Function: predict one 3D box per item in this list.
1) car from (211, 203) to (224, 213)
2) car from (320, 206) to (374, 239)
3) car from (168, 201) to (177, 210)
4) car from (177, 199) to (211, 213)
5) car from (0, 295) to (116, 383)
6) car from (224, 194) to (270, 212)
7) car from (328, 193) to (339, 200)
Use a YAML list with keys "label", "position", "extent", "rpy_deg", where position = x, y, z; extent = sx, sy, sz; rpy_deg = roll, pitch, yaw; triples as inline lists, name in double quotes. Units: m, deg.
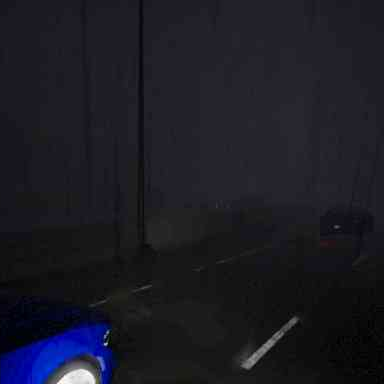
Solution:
- label: "car"
  position: [4.432, 1.571, 36.385]
  extent: [1.895, 1.301, 4.718]
  rpy_deg: [0, 0, 36]
- label: "car"
  position: [8.202, 1.463, 17.435]
  extent: [1.882, 1.535, 5.008]
  rpy_deg: [0, 0, 36]
- label: "car"
  position: [-1.035, 1.531, 40.780]
  extent: [1.994, 1.385, 4.181]
  rpy_deg: [0, 0, 36]
- label: "car"
  position: [0.772, 1.571, 37.295]
  extent: [1.895, 1.301, 4.718]
  rpy_deg: [0, 0, 36]
- label: "car"
  position: [-2.765, 1.476, 2.203]
  extent: [1.882, 1.535, 5.008]
  rpy_deg: [0, 0, 35]
- label: "car"
  position: [5.659, 1.197, 32.093]
  extent: [2.150, 2.045, 5.566]
  rpy_deg: [0, 0, 36]
- label: "car"
  position: [28.355, 1.061, 66.442]
  extent: [1.837, 1.490, 4.892]
  rpy_deg: [0, 0, 28]
